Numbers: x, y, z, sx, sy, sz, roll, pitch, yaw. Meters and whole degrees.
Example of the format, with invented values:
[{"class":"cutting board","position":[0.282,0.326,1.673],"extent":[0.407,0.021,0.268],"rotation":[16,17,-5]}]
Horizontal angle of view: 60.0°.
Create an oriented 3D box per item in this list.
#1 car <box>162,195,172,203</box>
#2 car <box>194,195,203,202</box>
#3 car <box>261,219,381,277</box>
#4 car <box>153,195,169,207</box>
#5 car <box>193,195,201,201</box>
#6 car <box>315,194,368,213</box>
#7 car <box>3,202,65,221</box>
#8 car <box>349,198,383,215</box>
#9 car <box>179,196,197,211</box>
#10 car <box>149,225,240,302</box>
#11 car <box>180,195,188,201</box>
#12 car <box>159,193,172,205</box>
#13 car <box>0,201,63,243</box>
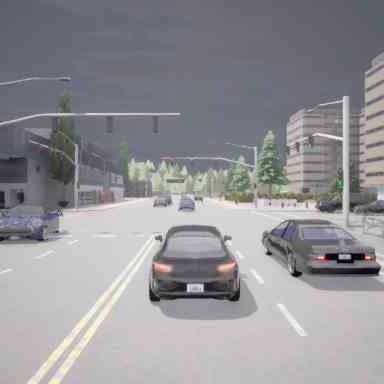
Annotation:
[{"class":"car","position":[-5.217,1.500,70.172],"extent":[1.837,1.490,4.892],"rotation":[0,0,-1]},{"class":"car","position":[1.567,1.478,78.649],"extent":[1.882,1.535,5.008],"rotation":[0,0,-1]},{"class":"car","position":[3.533,1.547,10.216],"extent":[2.033,1.411,5.357],"rotation":[0,0,0]},{"class":"car","position":[-4.781,1.526,50.385],"extent":[1.812,1.442,4.674],"rotation":[0,0,-2]},{"class":"car","position":[1.305,1.500,88.787],"extent":[1.837,1.490,4.892],"rotation":[0,0,-1]},{"class":"car","position":[16.285,1.222,35.943],"extent":[5.566,2.045,2.150],"rotation":[0,0,-2]},{"class":"car","position":[-12.842,1.564,27.224],"extent":[4.181,1.385,1.994],"rotation":[0,0,-2]},{"class":"car","position":[18.221,1.526,32.475],"extent":[4.674,1.442,1.812],"rotation":[0,0,-2]},{"class":"car","position":[-0.686,1.547,40.890],"extent":[2.033,1.411,5.357],"rotation":[0,0,0]},{"class":"car","position":[0.036,1.526,8.159],"extent":[1.812,1.442,4.674],"rotation":[0,0,-1]},{"class":"car","position":[-2.186,1.540,88.382],"extent":[2.033,1.411,5.357],"rotation":[0,0,-1]},{"class":"car","position":[-5.018,1.221,59.812],"extent":[2.150,2.045,5.566],"rotation":[0,0,-1]},{"class":"car","position":[-7.883,1.352,16.244],"extent":[2.097,1.767,4.553],"rotation":[0,0,-11]}]
